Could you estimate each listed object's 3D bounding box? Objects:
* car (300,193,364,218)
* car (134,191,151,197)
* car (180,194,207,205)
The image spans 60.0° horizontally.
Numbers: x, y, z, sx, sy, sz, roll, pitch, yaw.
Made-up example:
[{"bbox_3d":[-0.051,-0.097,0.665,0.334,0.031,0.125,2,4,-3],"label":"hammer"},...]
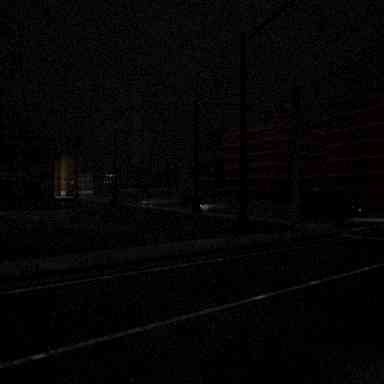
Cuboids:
[{"bbox_3d":[12.414,1.119,29.974,2.150,2.045,5.566,0,1,-35],"label":"car"},{"bbox_3d":[-9.149,0.517,61.513,1.812,1.442,4.674,0,1,-35],"label":"car"},{"bbox_3d":[0.163,1.072,47.805,1.837,1.490,4.892,0,1,-34],"label":"car"}]
